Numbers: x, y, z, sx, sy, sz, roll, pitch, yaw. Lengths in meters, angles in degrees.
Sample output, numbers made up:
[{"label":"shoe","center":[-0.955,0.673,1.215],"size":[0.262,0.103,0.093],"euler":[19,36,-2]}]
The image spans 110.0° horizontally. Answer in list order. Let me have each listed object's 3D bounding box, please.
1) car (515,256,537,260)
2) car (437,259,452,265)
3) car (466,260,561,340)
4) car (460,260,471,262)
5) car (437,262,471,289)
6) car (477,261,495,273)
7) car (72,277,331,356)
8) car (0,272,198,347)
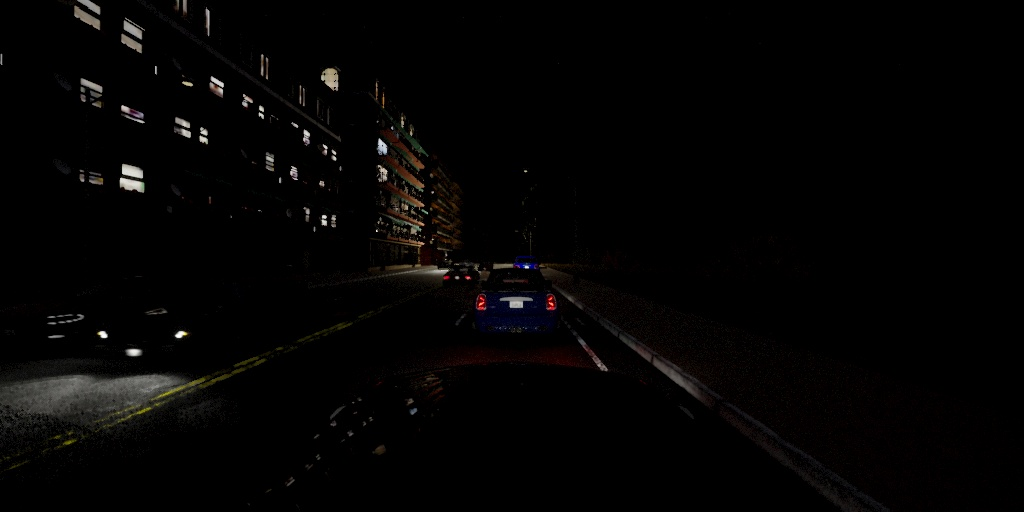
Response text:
[{"label":"car","center":[1.139,0.979,30.091],"size":[2.150,2.045,5.566],"euler":[0,0,0]},{"label":"car","center":[-9.840,1.244,53.105],"size":[2.128,1.511,4.902],"euler":[0,0,0]},{"label":"car","center":[0.099,1.103,10.137],"size":[2.097,1.767,4.553],"euler":[0,0,0]},{"label":"car","center":[-6.593,1.278,50.972],"size":[1.812,1.442,4.674],"euler":[0,0,0]},{"label":"car","center":[-3.149,1.301,23.041],"size":[2.033,1.411,5.357],"euler":[0,0,0]},{"label":"car","center":[-3.146,1.280,43.778],"size":[1.812,1.442,4.674],"euler":[0,0,0]},{"label":"car","center":[-6.602,1.298,8.918],"size":[2.033,1.411,5.357],"euler":[0,0,0]},{"label":"car","center":[-9.850,1.229,9.538],"size":[1.882,1.535,5.008],"euler":[0,0,0]}]
